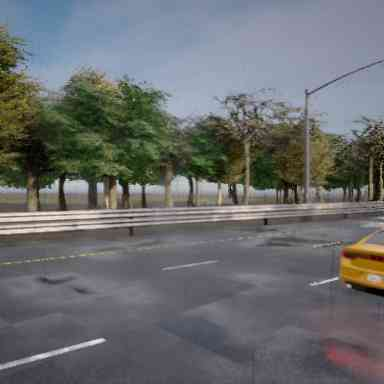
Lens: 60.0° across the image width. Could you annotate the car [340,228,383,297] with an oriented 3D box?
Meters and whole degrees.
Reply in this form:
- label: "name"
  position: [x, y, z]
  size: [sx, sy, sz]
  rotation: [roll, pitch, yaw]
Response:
- label: "car"
  position: [5.498, 1.502, 7.787]
  size: [5.008, 1.535, 1.882]
  rotation: [0, 0, -35]
